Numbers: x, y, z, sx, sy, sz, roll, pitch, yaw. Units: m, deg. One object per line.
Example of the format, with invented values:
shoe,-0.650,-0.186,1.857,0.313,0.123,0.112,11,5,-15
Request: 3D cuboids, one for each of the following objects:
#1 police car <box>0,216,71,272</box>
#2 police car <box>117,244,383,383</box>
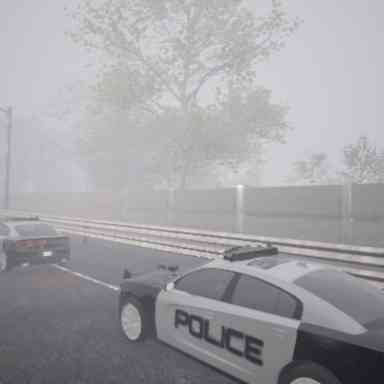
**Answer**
police car,-6.225,1.715,12.066,1.930,1.638,5.238,3,-3,-44
police car,0.732,1.613,4.883,1.930,1.638,5.238,3,-3,-44
